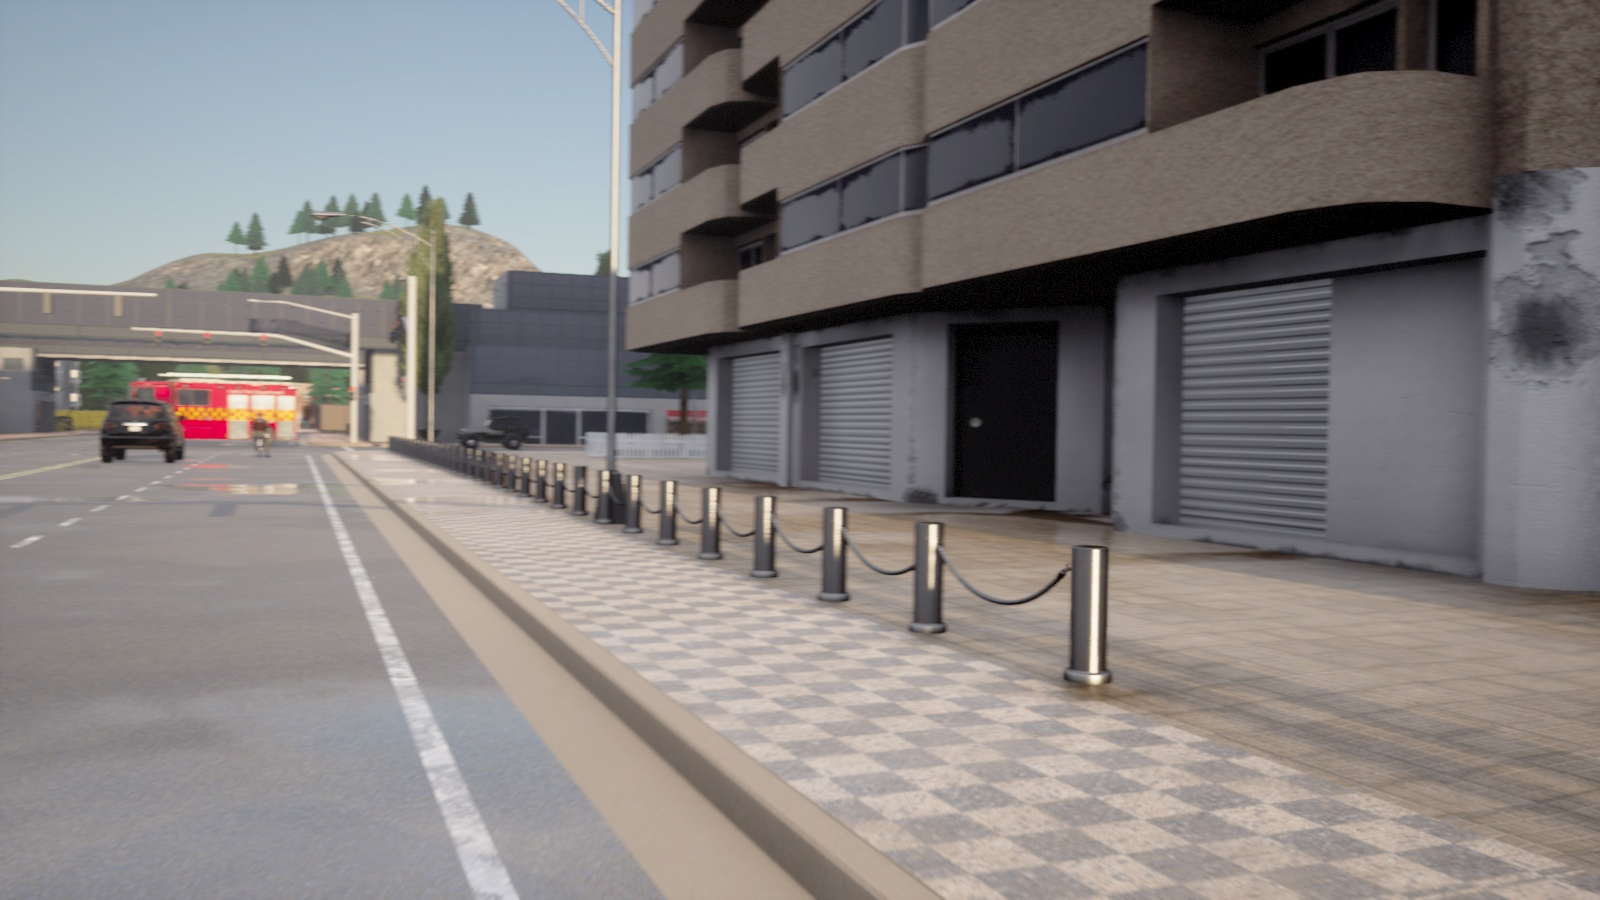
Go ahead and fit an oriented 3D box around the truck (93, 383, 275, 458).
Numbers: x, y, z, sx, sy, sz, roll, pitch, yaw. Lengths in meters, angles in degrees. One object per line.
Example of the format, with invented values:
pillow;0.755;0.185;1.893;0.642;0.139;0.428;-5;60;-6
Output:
truck;-32.483;-1.552;66.595;8.468;3.827;2.891;-1;1;-23

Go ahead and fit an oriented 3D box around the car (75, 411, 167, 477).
car;-22.614;-0.247;42.016;2.150;2.045;5.566;-1;1;-23

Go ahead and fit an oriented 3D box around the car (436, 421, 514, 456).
car;-17.861;-0.658;69.016;3.866;1.878;1.905;-1;1;-23
